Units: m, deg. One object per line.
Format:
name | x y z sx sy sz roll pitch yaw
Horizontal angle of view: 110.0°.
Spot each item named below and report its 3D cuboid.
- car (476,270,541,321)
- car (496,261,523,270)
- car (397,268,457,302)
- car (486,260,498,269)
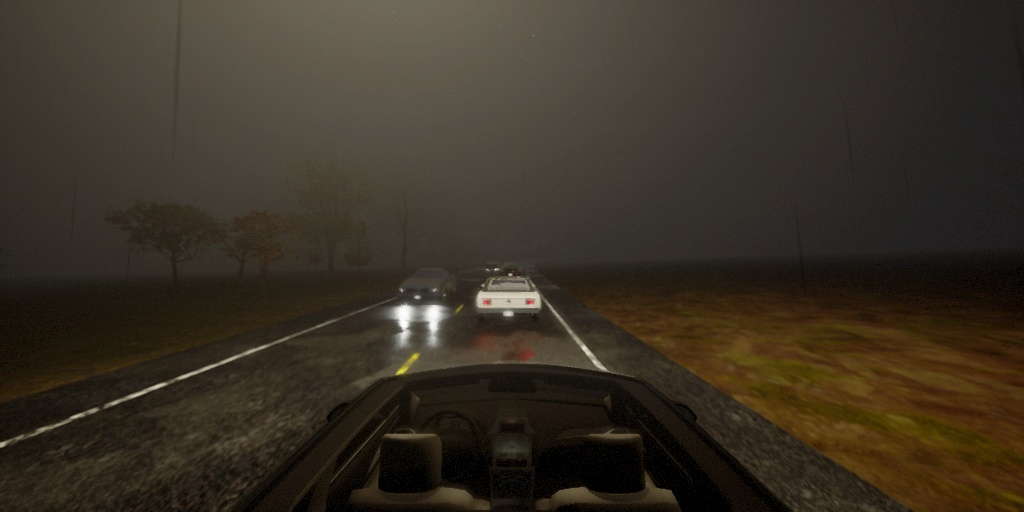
car | -0.121 1.352 12.429 1.895 1.301 4.718 0 0 -1
car | -0.080 1.276 30.115 1.812 1.442 4.674 0 0 1
car | -3.844 1.293 17.194 2.033 1.411 5.357 0 0 0
car | -2.969 1.282 56.939 2.033 1.411 5.357 0 0 3
